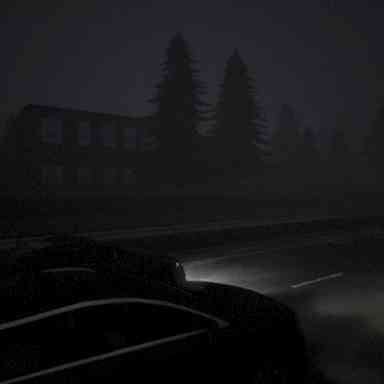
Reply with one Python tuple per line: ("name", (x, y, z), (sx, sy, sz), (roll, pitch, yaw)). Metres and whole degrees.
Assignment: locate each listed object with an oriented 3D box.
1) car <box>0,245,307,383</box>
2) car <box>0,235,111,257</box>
("car", (-0.946, 1.484, 3.070), (4.902, 1.511, 2.128), (-1, 0, -35))
("car", (-2.177, 1.548, 6.492), (4.181, 1.385, 1.994), (-1, 0, -35))
